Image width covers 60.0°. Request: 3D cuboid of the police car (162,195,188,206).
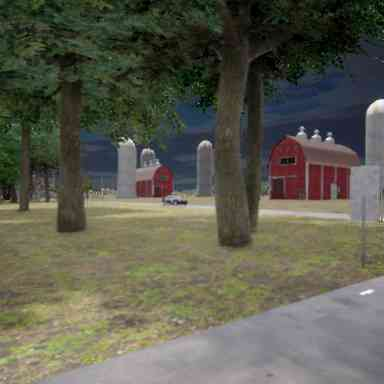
[{"bbox_3d":[-2.472,1.208,49.030,1.930,1.638,5.238,1,-1,-35],"label":"police car"}]
